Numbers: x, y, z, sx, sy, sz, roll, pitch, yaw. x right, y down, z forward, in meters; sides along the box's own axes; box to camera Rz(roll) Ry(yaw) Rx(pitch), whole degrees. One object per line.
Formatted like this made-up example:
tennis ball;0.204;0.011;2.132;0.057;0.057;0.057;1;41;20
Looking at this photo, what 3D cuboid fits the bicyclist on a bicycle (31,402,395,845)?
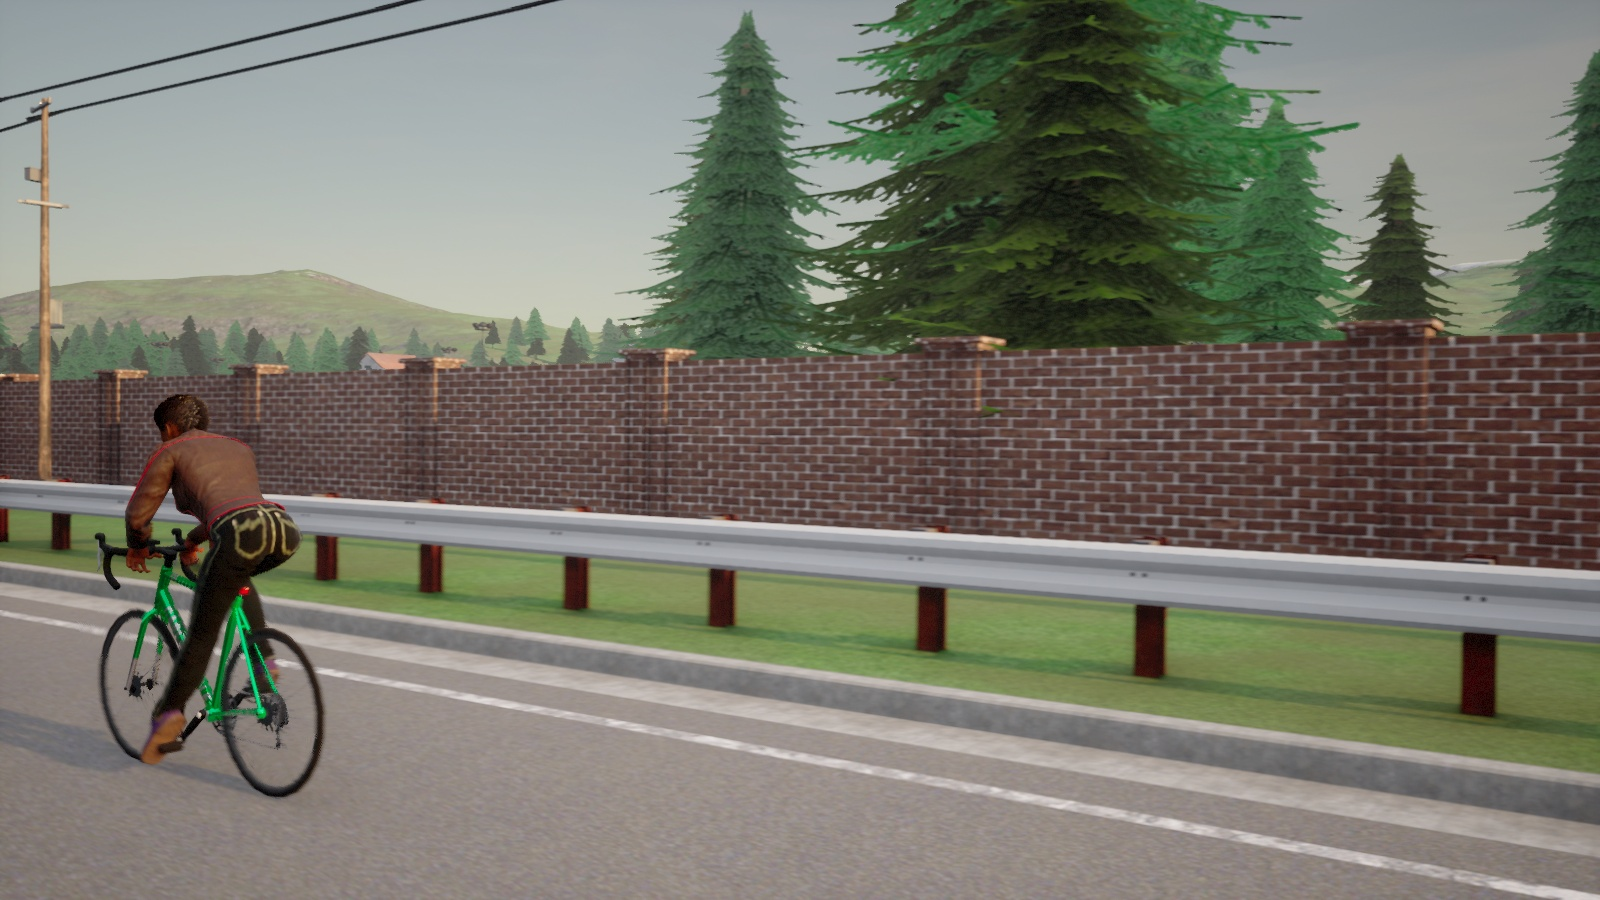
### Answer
bicyclist on a bicycle;-2.499;0.635;5.283;1.656;1.620;0.582;0;1;34
